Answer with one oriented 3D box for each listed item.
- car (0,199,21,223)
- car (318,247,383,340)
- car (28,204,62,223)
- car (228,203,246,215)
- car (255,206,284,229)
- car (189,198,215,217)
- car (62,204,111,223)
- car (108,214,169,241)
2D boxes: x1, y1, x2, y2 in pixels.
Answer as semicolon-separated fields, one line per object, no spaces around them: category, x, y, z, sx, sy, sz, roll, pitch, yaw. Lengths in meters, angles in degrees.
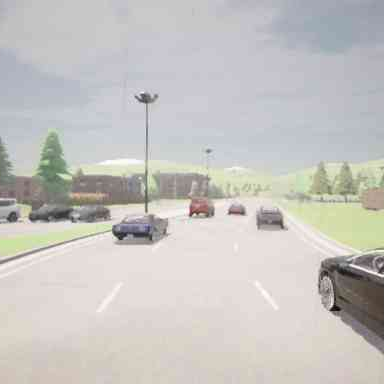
car;-16.618;1.569;27.163;2.150;2.045;5.566;0;-1;14
car;3.546;1.554;5.045;2.128;1.511;4.902;0;-1;0
car;-12.417;1.855;29.758;1.882;1.535;5.008;0;-1;13
car;5.531;2.070;40.703;1.994;1.385;4.181;0;-1;12
car;5.708;1.796;24.587;2.128;1.511;4.902;0;-1;11
car;1.136;1.684;36.942;2.150;2.045;5.566;0;0;12
car;-8.906;1.863;29.415;2.128;1.511;4.902;0;-1;13
car;-2.591;1.828;18.042;1.895;1.301;4.718;0;-1;9
